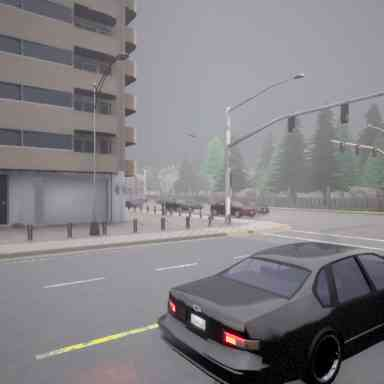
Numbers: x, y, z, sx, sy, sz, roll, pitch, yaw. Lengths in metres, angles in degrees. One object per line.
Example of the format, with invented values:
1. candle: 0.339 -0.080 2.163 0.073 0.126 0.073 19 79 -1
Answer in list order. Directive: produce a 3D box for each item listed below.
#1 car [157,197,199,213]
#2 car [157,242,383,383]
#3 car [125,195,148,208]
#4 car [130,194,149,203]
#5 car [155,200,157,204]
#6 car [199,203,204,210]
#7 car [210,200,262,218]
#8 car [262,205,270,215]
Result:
1. car: -1.681 1.533 38.592 1.882 1.535 5.008 0 0 -36
2. car: 2.123 1.547 5.296 5.357 1.411 2.033 0 0 -35
3. car: -8.904 1.603 48.627 2.033 1.411 5.357 0 0 -36
4. car: -11.033 1.408 69.823 2.097 1.767 4.553 0 0 -36
5. car: -4.818 1.603 61.255 2.033 1.411 5.357 0 0 -36
6. car: -0.368 1.620 42.761 1.994 1.385 4.181 0 0 -36
7. car: 3.774 1.533 31.023 1.882 1.535 5.008 0 0 -36
8. car: 5.892 1.619 34.062 1.994 1.385 4.181 0 0 -36
